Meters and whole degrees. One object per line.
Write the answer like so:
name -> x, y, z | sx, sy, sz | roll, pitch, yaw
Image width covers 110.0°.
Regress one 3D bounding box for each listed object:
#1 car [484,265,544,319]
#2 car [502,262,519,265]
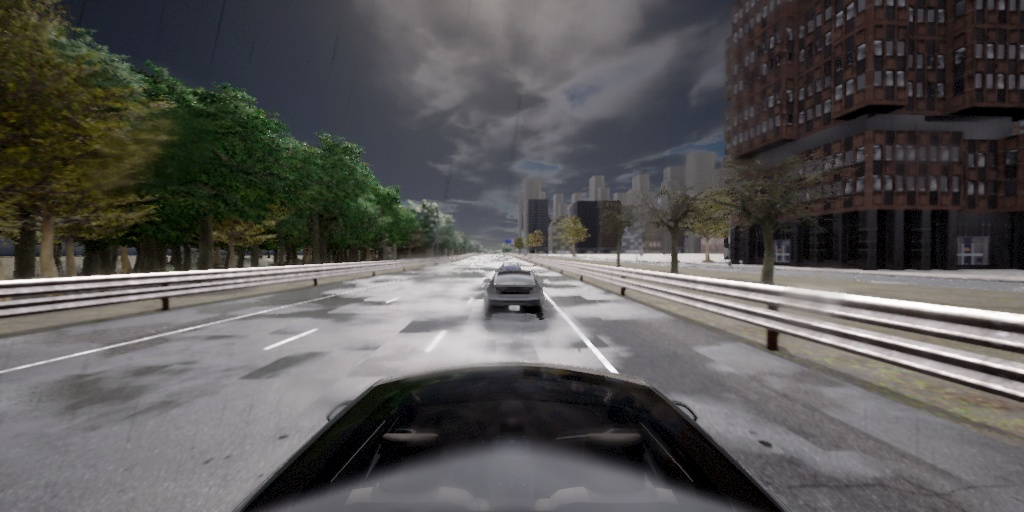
car -> 0.066, 1.224, 12.596 | 1.837, 1.490, 4.892 | 0, 0, 0
car -> -0.138, 1.231, 33.380 | 1.895, 1.301, 4.718 | 0, 0, -1
